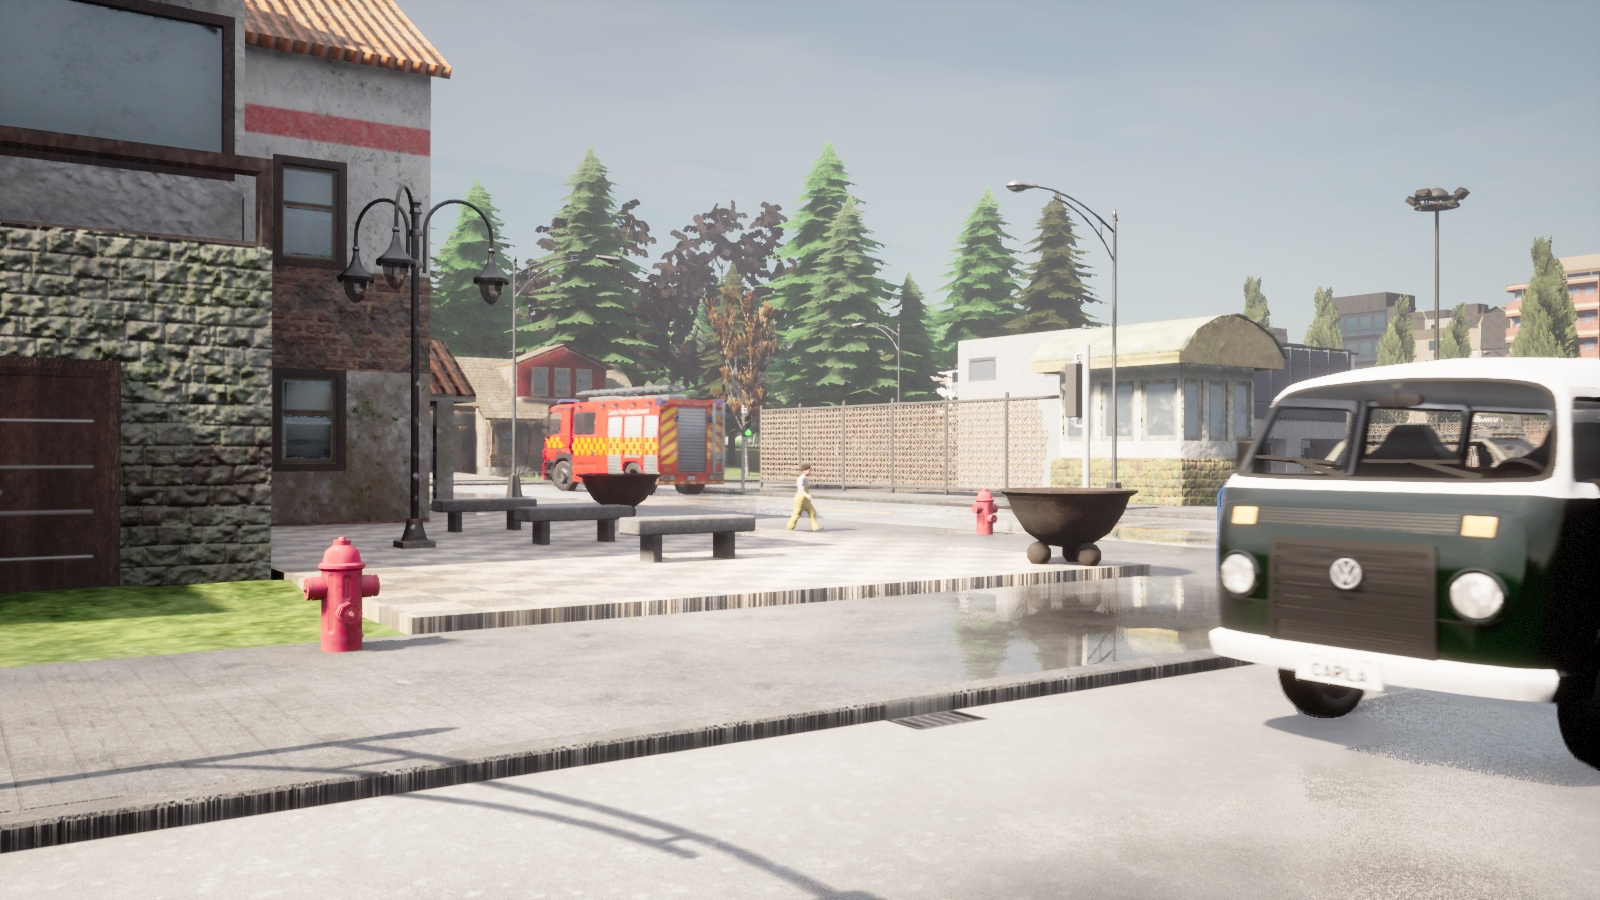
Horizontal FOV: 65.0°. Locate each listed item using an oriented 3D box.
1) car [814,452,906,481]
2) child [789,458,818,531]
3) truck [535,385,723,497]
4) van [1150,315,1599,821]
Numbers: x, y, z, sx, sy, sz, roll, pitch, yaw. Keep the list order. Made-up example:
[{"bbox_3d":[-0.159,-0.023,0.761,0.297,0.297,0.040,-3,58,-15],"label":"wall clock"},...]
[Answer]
[{"bbox_3d":[3.182,0.847,66.232,4.514,1.525,2.007,0,0,-35],"label":"car"},{"bbox_3d":[0.069,0.779,21.973,0.437,1.263,0.270,0,0,19],"label":"child"},{"bbox_3d":[-6.556,-0.291,46.834,2.891,3.827,8.468,0,0,-40],"label":"truck"},{"bbox_3d":[4.306,0.477,7.201,4.480,2.038,2.069,0,0,-36],"label":"van"}]
